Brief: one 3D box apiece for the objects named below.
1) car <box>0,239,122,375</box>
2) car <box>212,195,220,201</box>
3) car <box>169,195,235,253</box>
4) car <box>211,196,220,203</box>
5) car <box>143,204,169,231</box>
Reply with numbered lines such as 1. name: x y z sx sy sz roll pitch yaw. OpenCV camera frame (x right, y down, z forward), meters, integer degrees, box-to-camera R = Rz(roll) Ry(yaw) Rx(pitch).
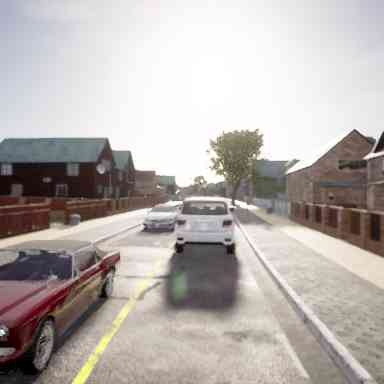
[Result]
1. car: -2.676 1.580 5.720 1.895 1.301 4.718 0 0 2
2. car: 6.049 1.541 84.407 1.882 1.535 5.008 0 0 4
3. car: 0.595 1.218 13.840 2.150 2.045 5.566 0 0 4
4. car: 5.254 1.679 74.172 1.895 1.301 4.718 0 0 4
5. car: -1.739 1.508 20.675 1.812 1.442 4.674 0 0 5
